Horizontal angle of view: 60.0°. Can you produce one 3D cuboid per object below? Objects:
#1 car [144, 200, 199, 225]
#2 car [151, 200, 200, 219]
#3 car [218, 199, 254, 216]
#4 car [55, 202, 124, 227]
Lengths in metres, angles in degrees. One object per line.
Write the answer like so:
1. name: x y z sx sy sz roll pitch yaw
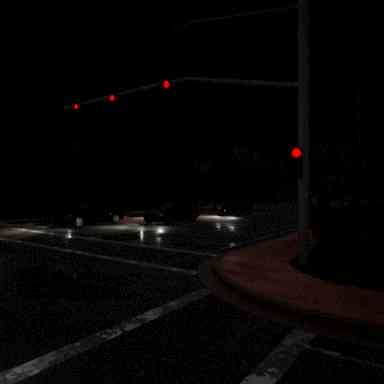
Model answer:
1. car: -1.435 1.477 24.653 1.882 1.535 5.008 0 0 36
2. car: -1.420 1.504 30.677 1.837 1.490 4.892 0 0 36
3. car: 4.424 1.504 32.792 1.837 1.490 4.892 0 0 36
4. car: -6.951 1.476 22.961 1.882 1.535 5.008 0 0 36
